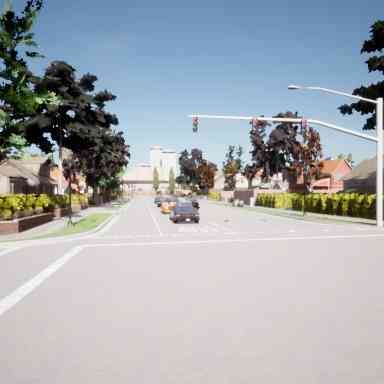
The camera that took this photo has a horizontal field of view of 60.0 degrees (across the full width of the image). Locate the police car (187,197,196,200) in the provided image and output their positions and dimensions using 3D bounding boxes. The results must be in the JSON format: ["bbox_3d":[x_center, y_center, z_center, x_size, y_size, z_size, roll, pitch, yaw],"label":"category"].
[{"bbox_3d":[-0.333,1.509,47.581,2.038,1.542,4.974,0,0,-9],"label":"police car"}]

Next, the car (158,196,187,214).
[{"bbox_3d":[-2.113,1.352,35.269,2.097,1.767,4.553,0,0,-9],"label":"car"}]

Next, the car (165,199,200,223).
[{"bbox_3d":[-0.676,1.547,25.749,2.033,1.411,5.357,0,0,-9],"label":"car"}]

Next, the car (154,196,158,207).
[{"bbox_3d":[-4.078,1.492,48.331,2.128,1.511,4.902,0,0,-9],"label":"car"}]

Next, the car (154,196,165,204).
[{"bbox_3d":[-6.229,1.524,63.091,1.812,1.442,4.674,0,0,-8],"label":"car"}]
